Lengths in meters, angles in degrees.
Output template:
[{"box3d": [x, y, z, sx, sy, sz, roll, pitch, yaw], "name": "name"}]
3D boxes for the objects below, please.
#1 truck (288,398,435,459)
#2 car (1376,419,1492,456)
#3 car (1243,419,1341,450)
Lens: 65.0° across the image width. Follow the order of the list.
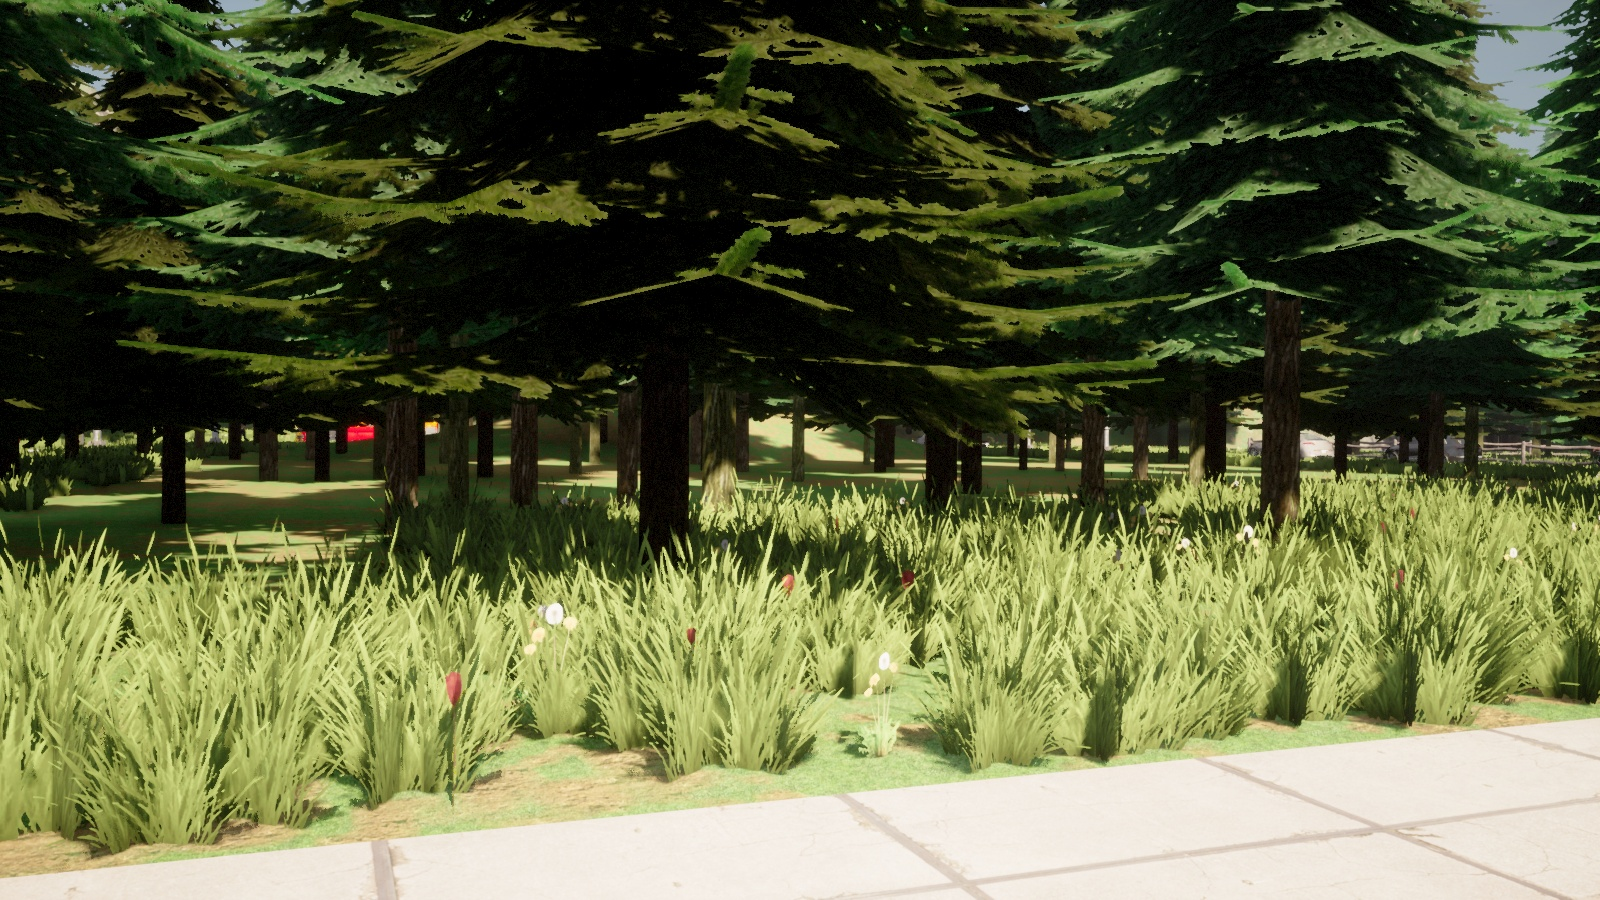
[{"box3d": [-28.363, -1.411, 81.401, 8.468, 3.827, 2.891, -1, 1, -32], "name": "truck"}, {"box3d": [29.944, -0.589, 59.510, 2.033, 1.649, 4.856, -1, 1, -20], "name": "car"}, {"box3d": [26.747, -0.852, 68.436, 2.152, 1.651, 5.027, -1, 1, -20], "name": "car"}]
